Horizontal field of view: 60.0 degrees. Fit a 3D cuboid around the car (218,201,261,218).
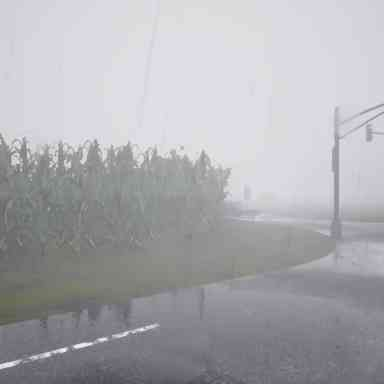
[{"bbox_3d":[3.925,1.504,30.209,2.033,1.411,5.357,1,0,-27],"label":"car"}]
